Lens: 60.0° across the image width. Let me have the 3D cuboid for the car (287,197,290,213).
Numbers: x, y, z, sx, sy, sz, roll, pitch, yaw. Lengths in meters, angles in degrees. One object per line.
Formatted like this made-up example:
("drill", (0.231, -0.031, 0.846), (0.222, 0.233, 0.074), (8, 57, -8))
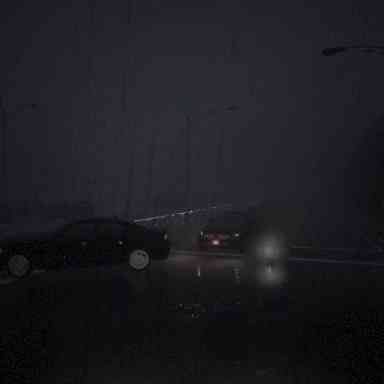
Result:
("car", (7.728, 1.486, 30.528), (1.837, 1.490, 4.892), (0, 0, 19))

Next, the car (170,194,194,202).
("car", (-2.145, 1.257, 68.698), (4.514, 1.523, 2.007), (0, 0, 18))

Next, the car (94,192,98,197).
("car", (-21.896, 1.298, 67.982), (3.806, 1.475, 1.970), (0, 0, 18))

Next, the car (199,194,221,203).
("car", (3.367, 1.201, 62.977), (3.806, 1.475, 1.970), (0, 0, 18))

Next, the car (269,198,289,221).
("car", (5.854, 1.474, 24.963), (2.128, 1.511, 4.902), (0, 0, 19))

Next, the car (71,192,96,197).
("car", (-18.496, 1.248, 53.734), (4.514, 1.523, 2.007), (0, 0, 18))

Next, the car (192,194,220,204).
("car", (1.626, 1.125, 56.792), (5.027, 1.636, 2.152), (0, 0, 18))

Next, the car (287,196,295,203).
("car", (11.633, 1.482, 42.125), (1.837, 1.490, 4.892), (0, 0, 19))

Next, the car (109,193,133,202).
("car", (-13.848, 1.045, 65.313), (4.605, 1.855, 1.932), (0, 0, 18))

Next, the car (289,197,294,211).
("car", (9.764, 1.543, 36.568), (1.994, 1.385, 4.181), (0, 0, 19))

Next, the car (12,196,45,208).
("car", (-21.725, 1.273, 44.277), (3.633, 1.501, 1.845), (0, 0, 18))

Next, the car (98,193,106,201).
("car", (-20.256, 1.013, 70.938), (3.866, 1.878, 1.905), (0, 0, 18))

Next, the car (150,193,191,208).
("car", (-2.992, 1.074, 41.781), (4.605, 1.855, 1.932), (0, 0, 18))

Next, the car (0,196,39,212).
("car", (-15.134, 1.356, 29.404), (3.806, 1.475, 1.970), (0, 0, 18))

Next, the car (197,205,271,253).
("car", (1.804, 1.514, 13.906), (1.812, 1.442, 4.674), (0, 0, 24))

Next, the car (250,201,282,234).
("car", (3.947, 1.490, 19.316), (1.837, 1.490, 4.892), (0, 0, 19))

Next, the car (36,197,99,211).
("car", (-9.052, 1.356, 24.212), (3.633, 1.501, 1.845), (0, 0, 18))

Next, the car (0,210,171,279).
("car", (-3.138, 1.475, 9.889), (5.008, 1.535, 1.882), (0, 0, -17))
